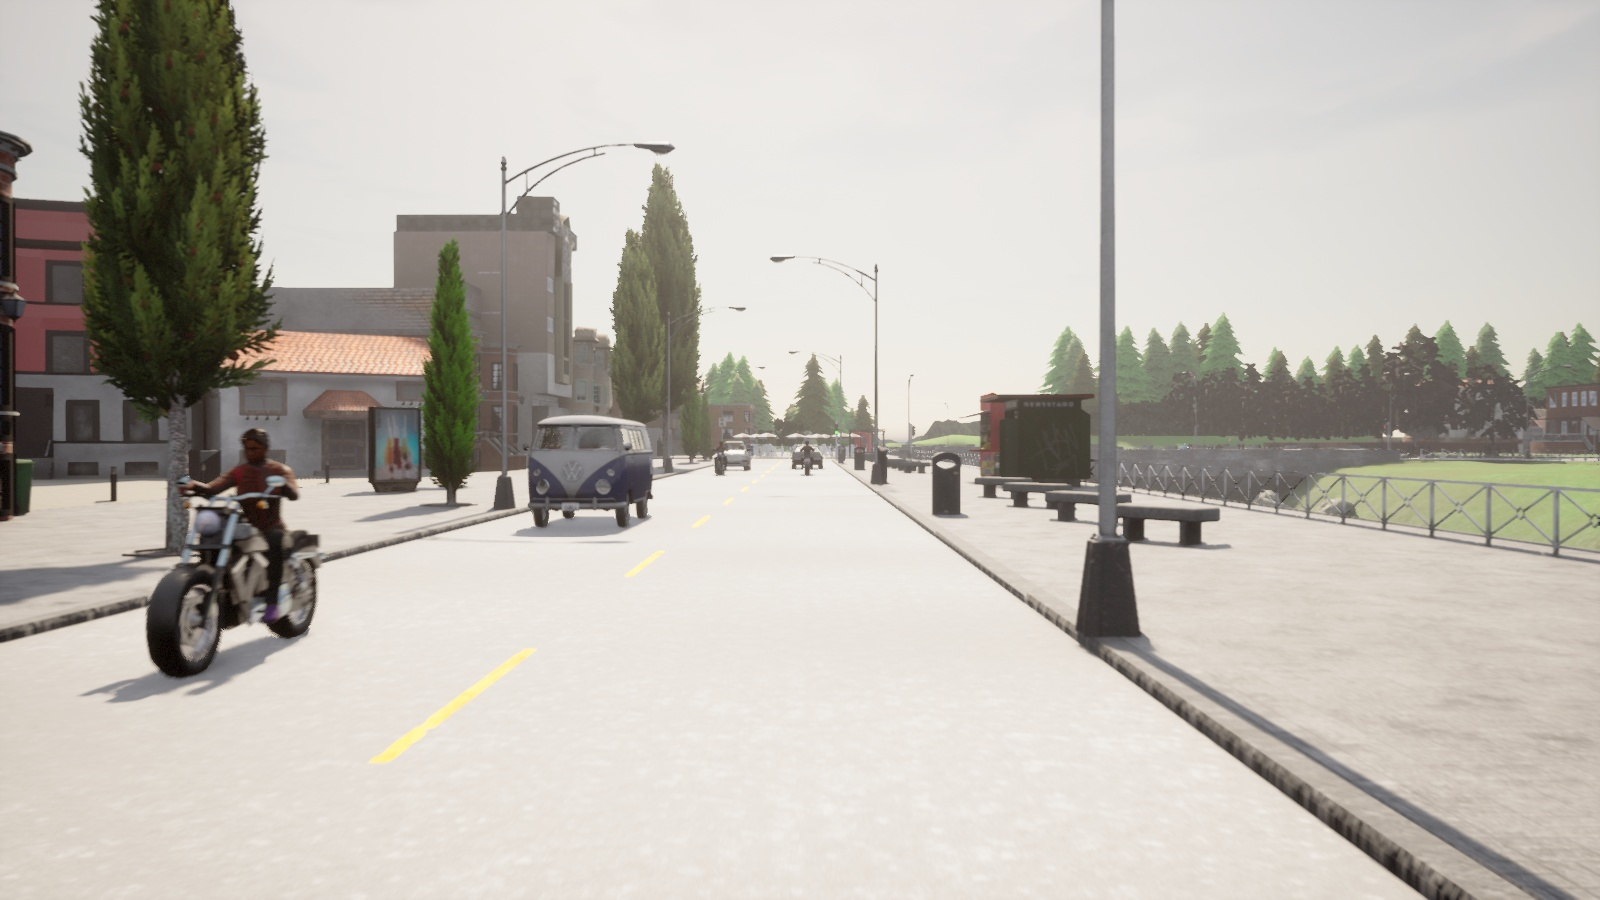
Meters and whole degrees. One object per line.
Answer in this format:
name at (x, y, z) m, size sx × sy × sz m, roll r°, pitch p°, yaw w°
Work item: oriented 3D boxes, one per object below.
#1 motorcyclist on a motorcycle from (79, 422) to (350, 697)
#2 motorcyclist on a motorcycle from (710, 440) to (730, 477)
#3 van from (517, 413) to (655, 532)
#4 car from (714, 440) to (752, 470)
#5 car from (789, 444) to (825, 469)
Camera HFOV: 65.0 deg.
motorcyclist on a motorcycle at (-3.936, 0.645, 8.708) m, size 0.766 × 1.649 × 2.350 m, roll 0°, pitch 0°, yaw 0°
motorcyclist on a motorcycle at (-3.664, 0.368, 57.746) m, size 0.766 × 1.649 × 2.350 m, roll 0°, pitch 0°, yaw 0°
van at (-3.854, 0.365, 23.336) m, size 1.775 × 1.987 × 4.442 m, roll 0°, pitch 0°, yaw 0°
car at (-3.605, 0.257, 68.303) m, size 1.851 × 1.617 × 3.988 m, roll 0°, pitch 0°, yaw 0°
car at (0.424, 0.378, 73.813) m, size 2.033 × 1.411 × 5.357 m, roll 0°, pitch 0°, yaw 0°
